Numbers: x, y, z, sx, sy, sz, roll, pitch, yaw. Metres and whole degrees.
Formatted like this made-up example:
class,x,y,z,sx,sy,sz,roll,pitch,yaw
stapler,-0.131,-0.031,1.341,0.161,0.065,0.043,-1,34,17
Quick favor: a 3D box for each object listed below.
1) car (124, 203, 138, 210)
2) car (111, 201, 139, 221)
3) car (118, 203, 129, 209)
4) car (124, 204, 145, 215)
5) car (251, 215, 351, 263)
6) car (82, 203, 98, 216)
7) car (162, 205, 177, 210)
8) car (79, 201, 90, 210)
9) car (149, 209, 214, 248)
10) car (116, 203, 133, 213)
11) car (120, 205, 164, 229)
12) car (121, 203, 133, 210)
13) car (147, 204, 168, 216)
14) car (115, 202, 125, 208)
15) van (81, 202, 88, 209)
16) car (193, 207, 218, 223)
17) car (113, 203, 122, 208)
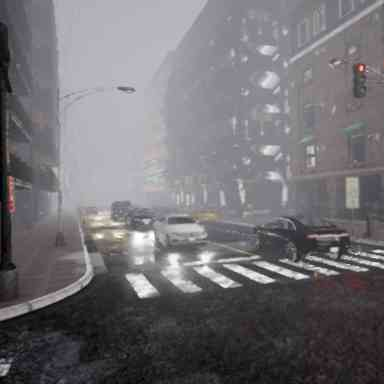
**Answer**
class,x,y,z,sx,sy,sz,roll,pitch,yaw
car,-12.341,2.944,67.124,2.008,1.369,4.403,-1,-1,-19
car,-7.580,1.993,36.245,2.150,2.045,5.566,-1,-1,-19
car,-16.108,3.201,77.802,1.887,1.381,4.507,-1,-1,-19
car,-8.420,2.481,48.218,2.128,1.511,4.902,-1,-1,-19
car,3.884,1.646,12.817,2.128,1.511,4.902,-1,-1,-14
car,-14.599,2.712,48.337,1.802,1.307,4.206,-1,-1,-19
car,-2.925,2.281,40.433,1.887,1.381,4.507,-1,-1,-19
car,-22.138,2.971,69.696,2.192,1.841,5.009,-1,-1,-19
car,-0.707,1.840,16.743,1.812,1.442,4.674,-1,-1,-18
car,-11.821,2.719,57.867,2.128,1.511,4.902,-1,-1,-19
car,-4.085,2.026,26.318,2.128,1.511,4.902,-1,-1,-19
car,-14.224,3.076,72.463,2.008,1.369,4.403,-1,-1,-19
car,-4.808,2.412,45.770,1.887,1.381,4.507,-1,-1,-19
car,-17.992,3.230,83.140,1.967,1.590,4.097,-1,-1,-19
van,-27.786,3.397,85.711,1.690,1.788,3.998,-1,-1,-19
car,0.784,2.009,29.919,1.752,1.417,4.829,-1,-1,-19
car,-19.873,3.507,88.477,1.802,1.307,4.206,-1,-1,-19
